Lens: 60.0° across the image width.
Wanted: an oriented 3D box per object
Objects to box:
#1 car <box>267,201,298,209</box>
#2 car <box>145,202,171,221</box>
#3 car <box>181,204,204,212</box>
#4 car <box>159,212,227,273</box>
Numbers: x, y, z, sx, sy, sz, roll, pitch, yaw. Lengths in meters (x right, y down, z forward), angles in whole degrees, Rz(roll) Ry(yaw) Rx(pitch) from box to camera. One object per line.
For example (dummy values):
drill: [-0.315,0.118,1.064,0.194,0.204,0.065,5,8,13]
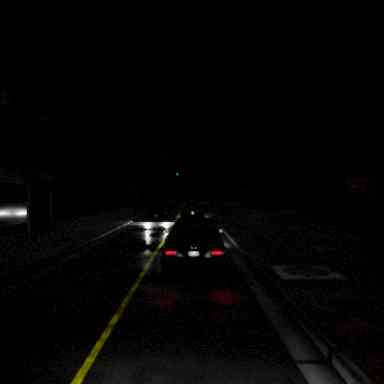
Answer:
car: [13.192,1.930,48.705,4.313,1.339,1.947,0,-1,0]
car: [-2.853,1.643,28.777,1.837,1.490,4.892,0,0,0]
car: [0.065,1.706,29.554,1.994,1.385,4.181,0,0,0]
car: [0.059,1.601,10.832,2.033,1.411,5.357,0,0,0]
